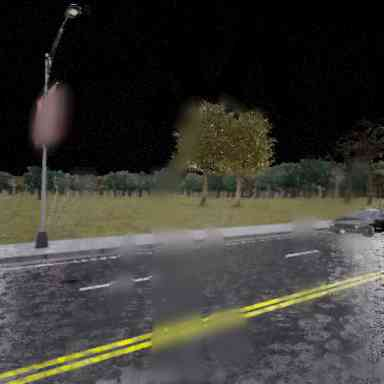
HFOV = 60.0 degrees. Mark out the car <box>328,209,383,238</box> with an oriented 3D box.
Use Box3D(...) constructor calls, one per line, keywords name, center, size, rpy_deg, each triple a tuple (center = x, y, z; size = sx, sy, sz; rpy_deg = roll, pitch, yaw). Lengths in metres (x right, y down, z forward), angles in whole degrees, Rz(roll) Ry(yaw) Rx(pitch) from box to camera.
Box3D(name="car", center=(9.973, 1.671, 18.780), size=(5.357, 1.411, 2.033), rpy_deg=(0, 0, -35))
